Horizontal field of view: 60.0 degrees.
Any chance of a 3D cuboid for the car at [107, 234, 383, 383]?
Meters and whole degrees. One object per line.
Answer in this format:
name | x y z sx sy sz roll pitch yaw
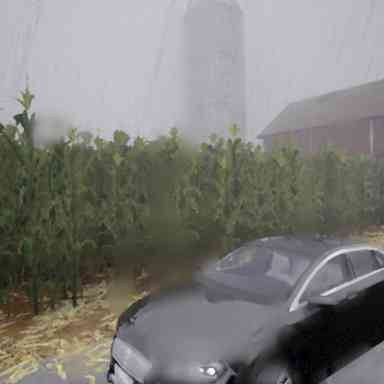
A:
car | 1.328 1.410 4.512 4.902 1.511 2.128 -2 1 -37
